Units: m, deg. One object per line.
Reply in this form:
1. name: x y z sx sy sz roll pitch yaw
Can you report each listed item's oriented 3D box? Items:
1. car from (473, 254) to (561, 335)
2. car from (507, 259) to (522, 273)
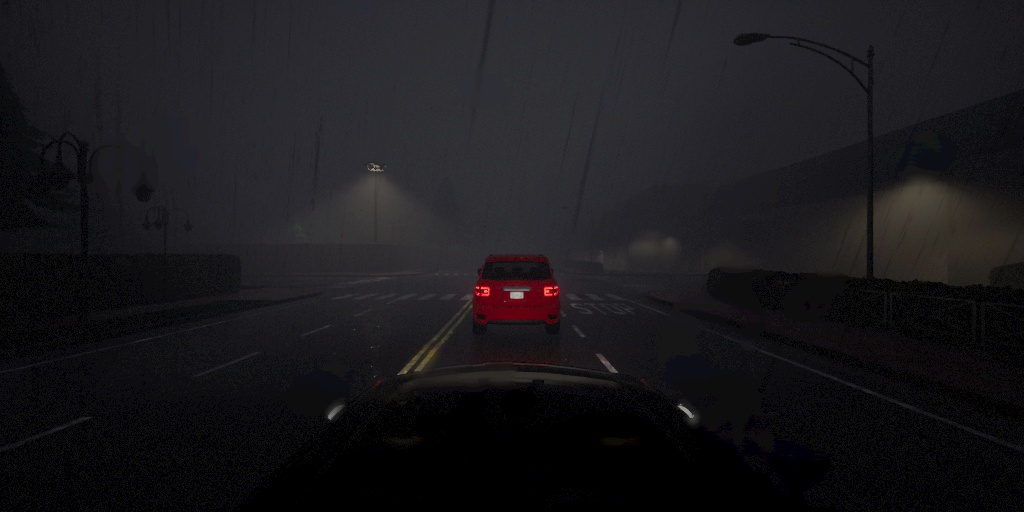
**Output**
1. car: 0.113 0.971 10.698 2.150 2.045 5.566 0 0 0
2. car: 0.317 1.228 45.553 1.882 1.535 5.008 0 0 1
